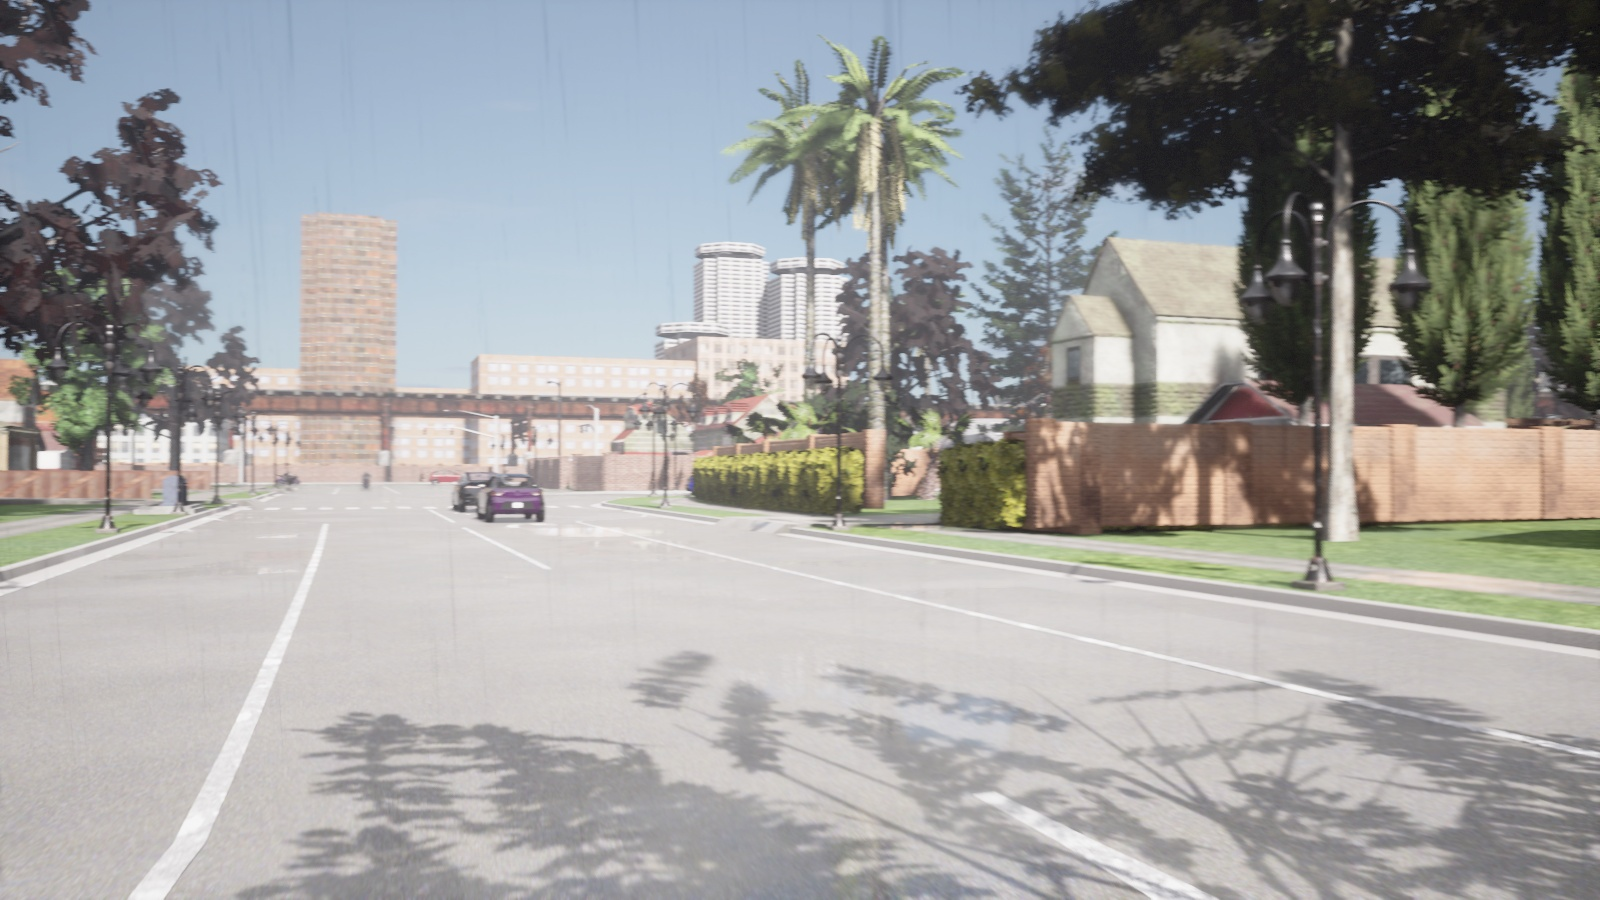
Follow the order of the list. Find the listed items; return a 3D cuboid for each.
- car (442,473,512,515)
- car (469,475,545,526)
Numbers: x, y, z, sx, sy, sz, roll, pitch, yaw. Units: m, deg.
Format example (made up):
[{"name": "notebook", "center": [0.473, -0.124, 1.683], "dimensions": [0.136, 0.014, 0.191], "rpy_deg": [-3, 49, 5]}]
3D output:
[{"name": "car", "center": [-12.408, 1.653, 48.086], "dimensions": [2.128, 1.511, 4.902], "rpy_deg": [0, -1, -20]}, {"name": "car", "center": [-9.171, 1.540, 39.117], "dimensions": [1.816, 1.474, 4.193], "rpy_deg": [0, -1, -20]}]
